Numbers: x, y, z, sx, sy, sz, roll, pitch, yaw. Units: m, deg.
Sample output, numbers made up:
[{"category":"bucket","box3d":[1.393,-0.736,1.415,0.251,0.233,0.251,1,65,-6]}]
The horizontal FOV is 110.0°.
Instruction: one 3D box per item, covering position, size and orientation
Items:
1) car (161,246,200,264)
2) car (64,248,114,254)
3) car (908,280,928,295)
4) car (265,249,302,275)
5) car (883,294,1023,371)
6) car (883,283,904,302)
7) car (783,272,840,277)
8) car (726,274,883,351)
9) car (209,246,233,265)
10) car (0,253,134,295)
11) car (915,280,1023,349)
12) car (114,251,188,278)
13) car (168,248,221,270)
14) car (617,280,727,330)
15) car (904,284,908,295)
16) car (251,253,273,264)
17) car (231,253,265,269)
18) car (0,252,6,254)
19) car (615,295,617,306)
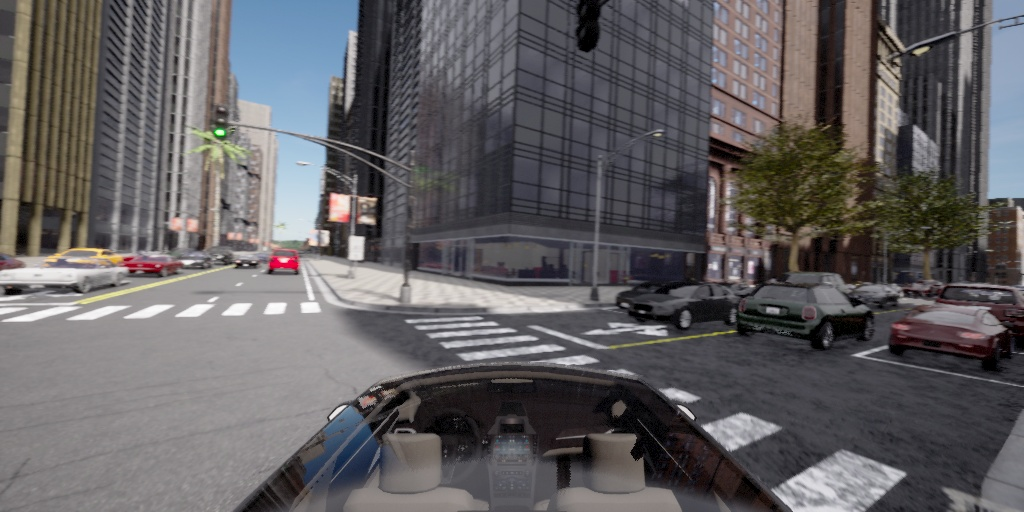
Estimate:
[{"category":"car","box3d":[-35.507,-0.094,38.536,2.097,1.767,4.553,3,-1,-31]},{"category":"car","box3d":[-25.466,0.287,21.498,1.882,1.535,5.008,3,-1,-30]},{"category":"car","box3d":[44.989,3.770,39.970,4.507,1.381,1.888,0,0,-32]},{"category":"car","box3d":[-19.074,0.443,30.154,2.150,2.045,5.566,3,0,-31]},{"category":"car","box3d":[11.084,1.893,9.067,4.207,1.307,1.802,0,0,-32]},{"category":"car","box3d":[23.643,2.578,23.562,4.674,1.442,1.812,3,-1,-32]},{"category":"car","box3d":[14.839,1.820,18.149,5.566,2.045,2.150,3,-1,-33]},{"category":"car","box3d":[8.852,1.592,10.780,4.553,1.767,2.097,3,-1,-31]},{"category":"car","box3d":[-32.466,-0.066,39.787,2.150,2.045,5.566,3,-1,-31]},{"category":"car","box3d":[-17.397,0.707,14.203,1.895,1.301,4.718,3,-1,-31]},{"category":"car","box3d":[15.881,1.869,12.023,5.009,1.841,2.192,0,0,-32]},{"category":"car","box3d":[-22.059,0.579,22.091,1.895,1.301,4.718,3,-1,-31]},{"category":"car","box3d":[-27.169,0.337,30.847,2.128,1.511,4.902,3,-1,-31]},{"category":"car","box3d":[6.289,1.668,12.878,4.892,1.490,1.837,3,-1,-31]},{"category":"car","box3d":[35.397,3.283,34.060,4.313,1.339,1.948,0,0,-32]},{"category":"car","box3d":[-34.440,0.296,49.556,2.033,1.411,5.357,3,-1,-30]},{"category":"car","box3d":[-26.158,0.556,35.684,1.895,1.301,4.718,3,-1,-31]},{"category":"car","box3d":[-20.821,0.462,13.631,1.812,1.442,4.674,3,-1,-33]},{"category":"car","box3d":[6.617,1.792,16.328,4.313,1.339,1.948,0,0,-32]}]
